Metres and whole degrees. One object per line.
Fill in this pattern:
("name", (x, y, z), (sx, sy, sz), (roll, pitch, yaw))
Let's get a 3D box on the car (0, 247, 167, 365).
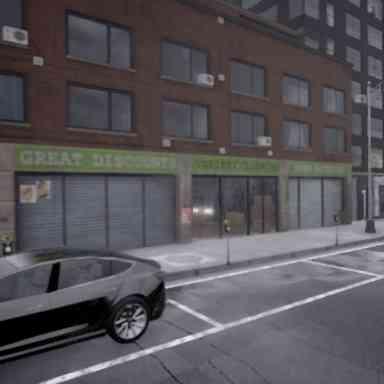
("car", (-2.405, 1.561, 4.825), (4.313, 1.339, 1.947), (0, 0, -36))
